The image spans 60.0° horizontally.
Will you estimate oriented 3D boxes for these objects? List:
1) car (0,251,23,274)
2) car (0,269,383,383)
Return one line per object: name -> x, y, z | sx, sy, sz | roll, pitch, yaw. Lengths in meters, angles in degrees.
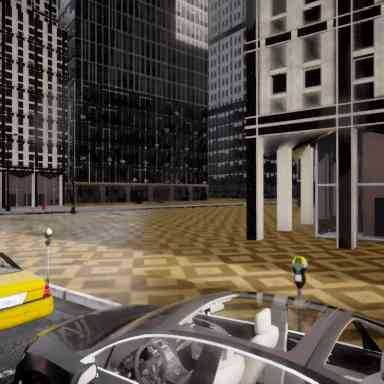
car -> -4.480, 1.525, 6.079 | 4.829, 1.417, 1.752 | 0, 0, 36
car -> 0.273, 1.551, 2.683 | 4.403, 1.369, 2.008 | 0, 0, 36
